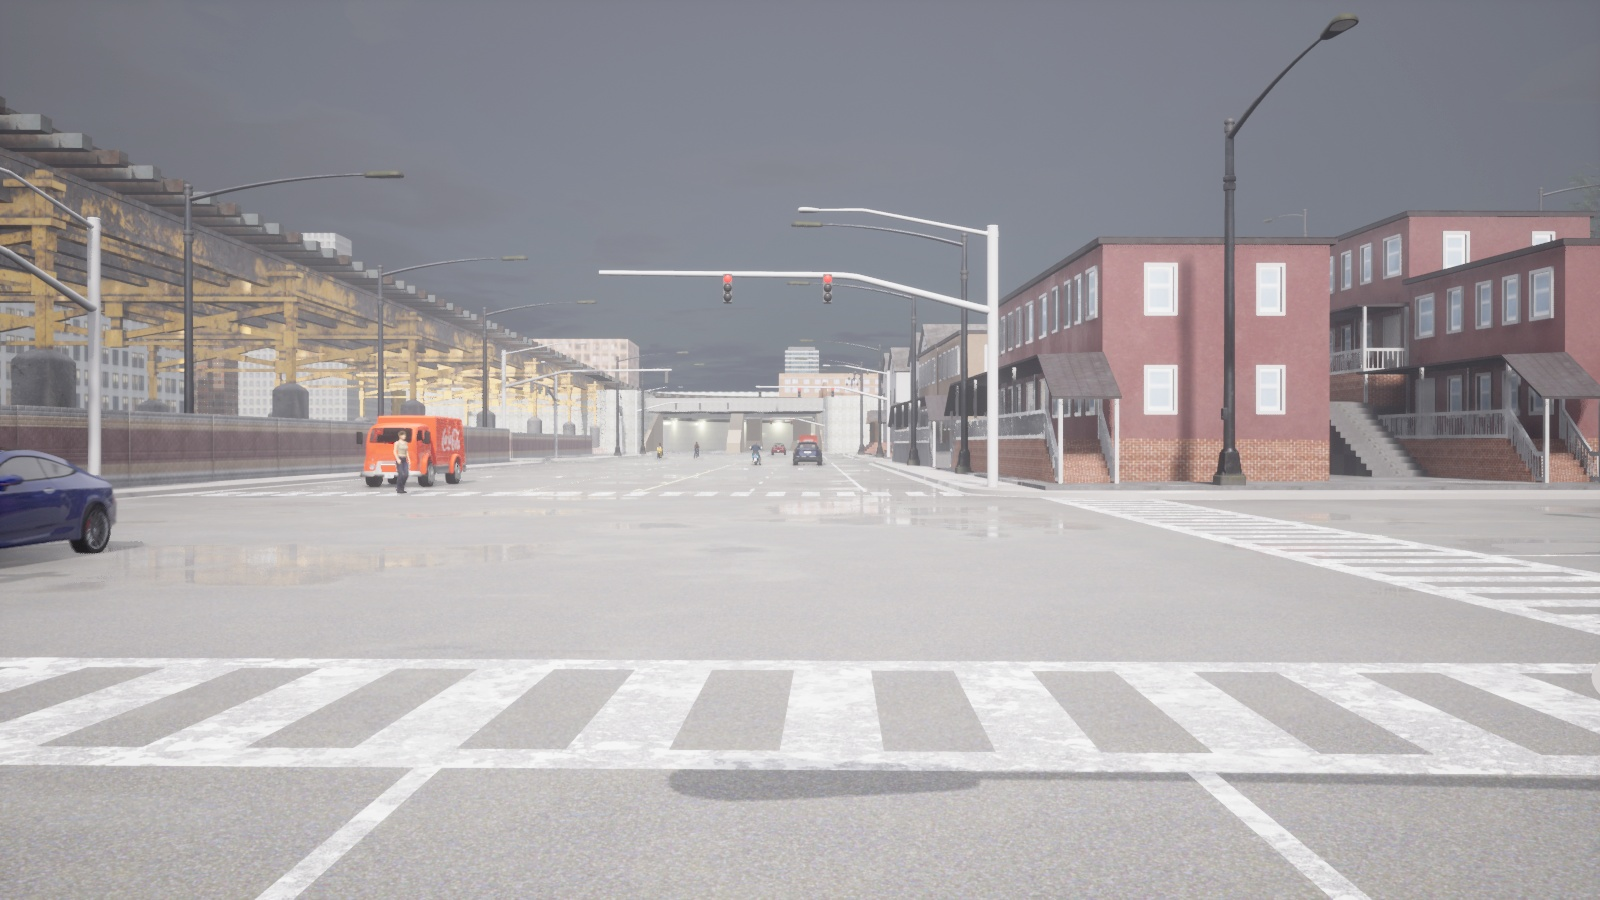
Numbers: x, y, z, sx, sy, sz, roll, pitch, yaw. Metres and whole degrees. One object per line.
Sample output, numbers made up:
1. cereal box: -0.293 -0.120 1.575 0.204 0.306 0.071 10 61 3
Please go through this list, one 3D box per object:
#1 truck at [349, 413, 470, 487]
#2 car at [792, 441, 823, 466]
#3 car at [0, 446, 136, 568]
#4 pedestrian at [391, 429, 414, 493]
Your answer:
1. truck: -13.720 -0.001 44.542 2.627 2.467 5.204 0 0 0
2. car: 0.515 0.201 84.301 2.033 1.649 4.856 0 0 0
3. car: -10.392 0.676 15.578 1.812 1.442 4.674 0 0 0
4. pedestrian: -11.531 0.317 36.396 0.594 1.836 0.345 0 0 33
